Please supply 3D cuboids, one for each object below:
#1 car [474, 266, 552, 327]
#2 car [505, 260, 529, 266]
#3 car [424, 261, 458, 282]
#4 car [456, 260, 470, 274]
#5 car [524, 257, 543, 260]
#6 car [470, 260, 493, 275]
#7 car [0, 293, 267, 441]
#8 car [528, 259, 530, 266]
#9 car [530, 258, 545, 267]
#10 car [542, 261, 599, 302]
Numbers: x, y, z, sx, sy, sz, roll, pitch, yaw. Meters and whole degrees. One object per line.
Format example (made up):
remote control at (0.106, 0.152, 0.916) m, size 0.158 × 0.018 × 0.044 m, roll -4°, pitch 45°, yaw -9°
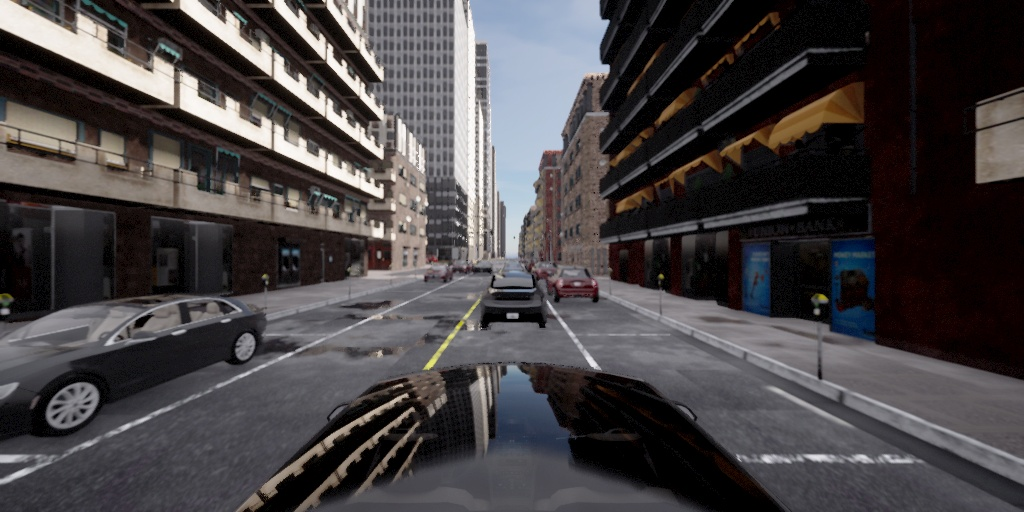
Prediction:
car at (0.061, 1.248, 11.503) m, size 1.837 × 1.490 × 4.892 m, roll 0°, pitch 1°, yaw 1°
car at (0.092, 1.275, 29.976) m, size 2.033 × 1.411 × 5.357 m, roll 0°, pitch 0°, yaw 0°
car at (-5.684, 1.311, 28.054) m, size 1.802 × 1.307 × 4.207 m, roll 0°, pitch 0°, yaw 0°
car at (-5.682, 1.162, 39.419) m, size 1.967 × 1.591 × 4.097 m, roll 0°, pitch 0°, yaw 0°
car at (2.699, 1.037, 39.419) m, size 2.192 × 1.841 × 5.009 m, roll 0°, pitch 0°, yaw 0°
car at (-3.087, 1.200, 38.787) m, size 1.882 × 1.535 × 5.008 m, roll 0°, pitch 0°, yaw 0°
car at (-5.690, 1.297, 5.325) m, size 2.007 × 1.370 × 4.403 m, roll 0°, pitch 0°, yaw 0°
car at (2.698, 1.250, 33.907) m, size 1.751 × 1.417 × 4.829 m, roll 0°, pitch 0°, yaw 0°
car at (2.696, 1.168, 28.054) m, size 1.967 × 1.591 × 4.097 m, roll 0°, pitch 0°, yaw 0°
car at (2.693, 1.177, 16.689) m, size 1.967 × 1.591 × 4.097 m, roll 0°, pitch 0°, yaw 0°
